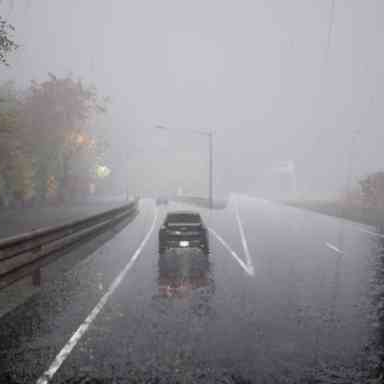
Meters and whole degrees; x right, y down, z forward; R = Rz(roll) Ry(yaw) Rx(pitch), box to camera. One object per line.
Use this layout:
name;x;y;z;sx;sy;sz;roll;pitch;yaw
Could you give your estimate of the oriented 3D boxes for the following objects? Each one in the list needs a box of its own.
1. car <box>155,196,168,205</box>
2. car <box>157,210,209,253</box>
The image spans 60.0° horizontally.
car;-5.152;1.443;56.158;2.128;1.511;4.902;0;0;-10
car;-0.368;1.497;13.625;1.837;1.490;4.892;0;0;-3
